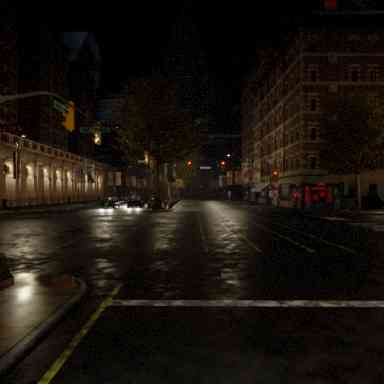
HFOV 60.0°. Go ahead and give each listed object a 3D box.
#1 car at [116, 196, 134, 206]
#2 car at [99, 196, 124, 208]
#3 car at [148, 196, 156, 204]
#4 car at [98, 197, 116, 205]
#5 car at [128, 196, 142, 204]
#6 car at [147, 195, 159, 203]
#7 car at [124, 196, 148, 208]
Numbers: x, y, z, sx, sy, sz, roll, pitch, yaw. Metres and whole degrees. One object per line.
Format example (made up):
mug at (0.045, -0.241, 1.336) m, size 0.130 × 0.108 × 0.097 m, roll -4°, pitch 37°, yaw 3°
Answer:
car at (-11.465, 1.491, 57.242) m, size 2.128 × 1.511 × 4.902 m, roll 0°, pitch 0°, yaw 0°
car at (-11.491, 1.491, 47.250) m, size 2.128 × 1.511 × 4.902 m, roll 0°, pitch 0°, yaw 0°
car at (-7.964, 1.505, 57.805) m, size 1.837 × 1.490 × 4.892 m, roll 0°, pitch 0°, yaw 0°
car at (-14.714, 1.595, 57.804) m, size 1.895 × 1.301 × 4.718 m, roll 0°, pitch 0°, yaw 0°
car at (-11.458, 1.491, 67.318) m, size 2.128 × 1.511 × 4.902 m, roll 0°, pitch 0°, yaw 0°
car at (-7.958, 1.477, 68.146) m, size 1.882 × 1.535 × 5.008 m, roll 0°, pitch 0°, yaw 0°
car at (-7.990, 1.564, 47.620) m, size 1.994 × 1.385 × 4.181 m, roll 0°, pitch 0°, yaw 1°
